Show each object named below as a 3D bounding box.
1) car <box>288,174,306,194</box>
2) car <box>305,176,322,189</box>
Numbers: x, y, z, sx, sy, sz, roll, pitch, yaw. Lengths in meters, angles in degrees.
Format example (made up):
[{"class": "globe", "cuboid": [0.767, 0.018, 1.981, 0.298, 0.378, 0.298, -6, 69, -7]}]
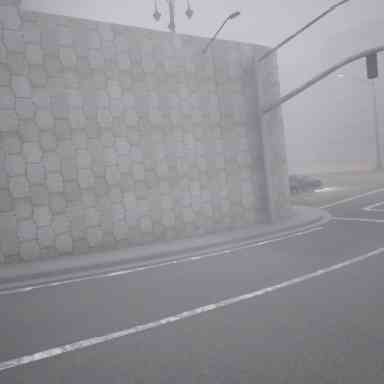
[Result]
[{"class": "car", "cuboid": [6.812, -0.600, 28.343, 2.097, 1.767, 4.553, -10, 6, -35]}, {"class": "car", "cuboid": [9.633, -0.903, 30.405, 1.994, 1.385, 4.181, -10, 6, -34]}]
